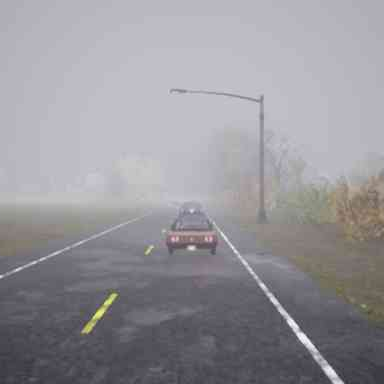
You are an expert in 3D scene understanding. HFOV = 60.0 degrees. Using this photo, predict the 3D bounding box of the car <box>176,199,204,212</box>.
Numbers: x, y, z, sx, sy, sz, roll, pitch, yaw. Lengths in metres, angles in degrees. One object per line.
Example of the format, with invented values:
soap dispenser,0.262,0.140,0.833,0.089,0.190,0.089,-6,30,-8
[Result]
car,-0.006,1.613,29.079,2.097,1.767,4.553,0,-1,0

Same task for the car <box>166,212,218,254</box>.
car,-0.002,1.731,14.109,1.895,1.301,4.718,0,0,0

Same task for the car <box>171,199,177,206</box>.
car,-3.519,2.152,71.797,1.812,1.442,4.674,0,0,0
